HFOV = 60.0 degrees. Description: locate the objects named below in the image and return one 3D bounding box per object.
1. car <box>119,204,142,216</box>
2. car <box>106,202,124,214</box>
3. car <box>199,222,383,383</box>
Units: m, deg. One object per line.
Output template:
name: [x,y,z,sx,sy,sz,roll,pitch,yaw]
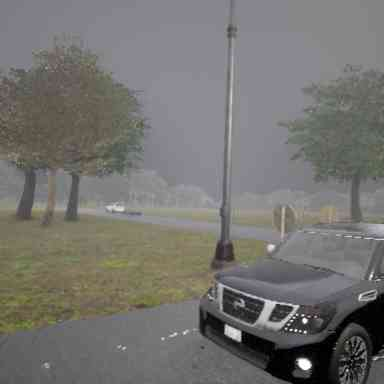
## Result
car: [-10.125,3.289,56.321,1.994,1.385,4.181,4,-3,-32]
car: [-14.406,2.995,62.783,2.150,2.045,5.566,4,-3,-33]
car: [2.786,1.596,5.889,5.566,2.045,2.150,3,-2,-35]
